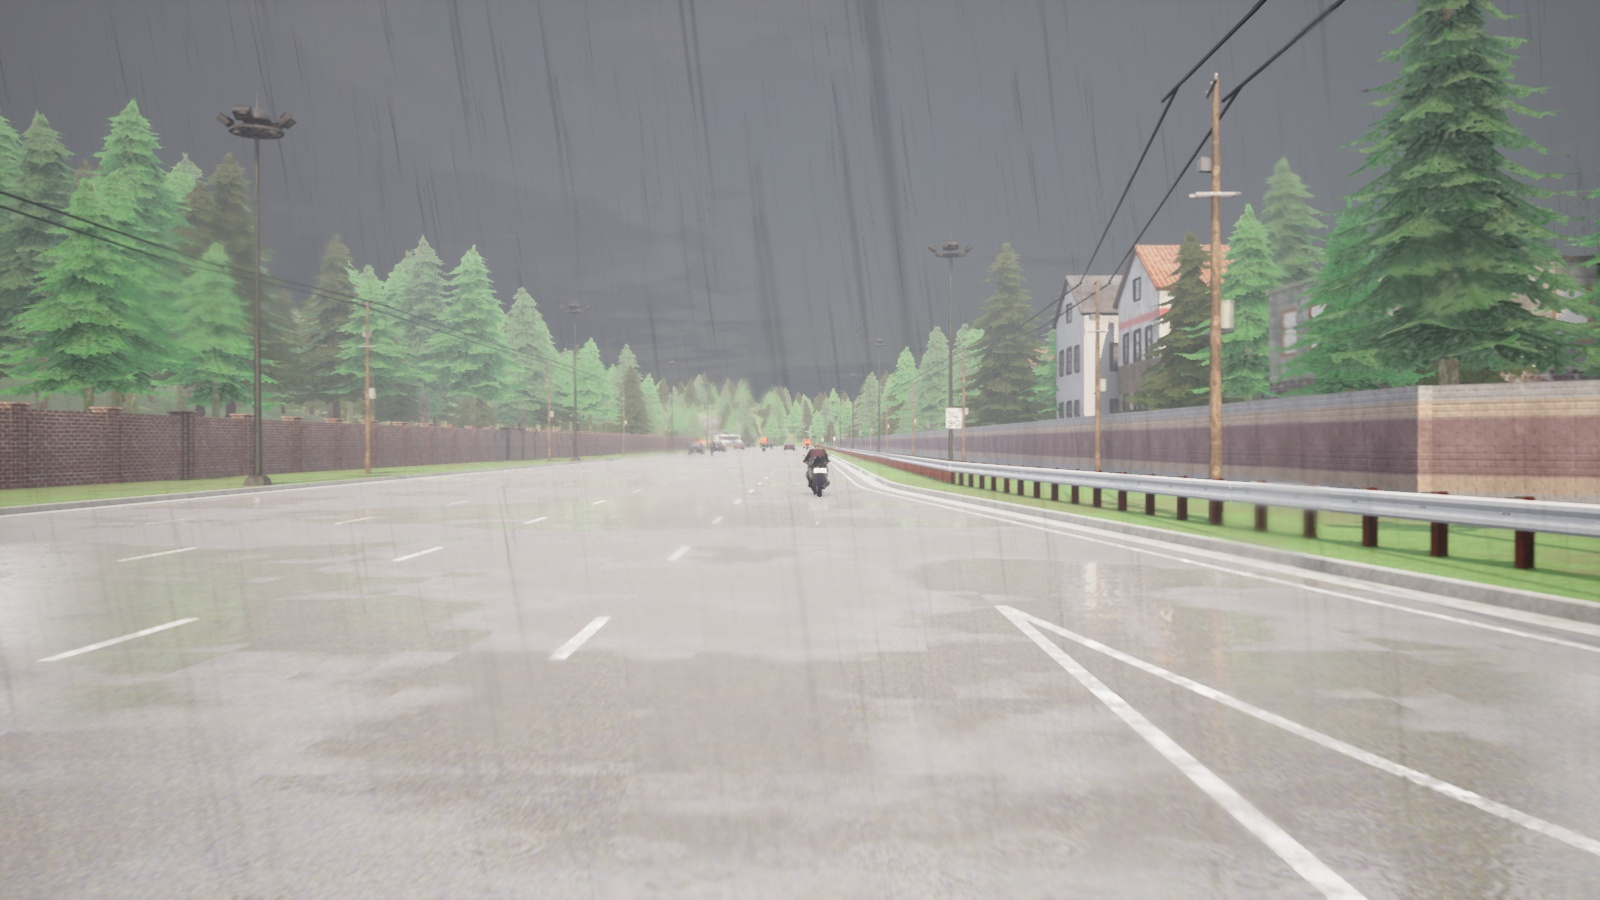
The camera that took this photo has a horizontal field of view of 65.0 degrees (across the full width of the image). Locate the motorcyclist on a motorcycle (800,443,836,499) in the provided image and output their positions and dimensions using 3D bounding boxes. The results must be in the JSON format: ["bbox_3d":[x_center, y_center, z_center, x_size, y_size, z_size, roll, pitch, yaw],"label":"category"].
[{"bbox_3d":[0.487,0.581,35.696,0.866,1.530,2.191,0,0,-3],"label":"motorcyclist on a motorcycle"}]
